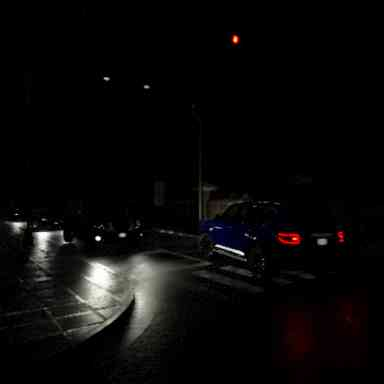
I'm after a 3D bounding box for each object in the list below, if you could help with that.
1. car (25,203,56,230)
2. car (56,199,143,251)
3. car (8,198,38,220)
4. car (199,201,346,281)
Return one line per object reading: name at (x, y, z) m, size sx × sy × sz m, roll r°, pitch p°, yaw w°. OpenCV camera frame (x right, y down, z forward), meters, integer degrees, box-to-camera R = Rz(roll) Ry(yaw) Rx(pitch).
car at (-10.117, 1.759, 23.378) m, size 1.812 × 1.442 × 4.674 m, roll 0°, pitch -1°, yaw -36°
car at (-4.314, 1.361, 15.276) m, size 2.150 × 2.045 × 5.566 m, roll 0°, pitch -1°, yaw -36°
car at (-16.295, 1.568, 32.043) m, size 2.150 × 2.045 × 5.566 m, roll 0°, pitch -1°, yaw -35°
car at (2.141, 1.294, 10.474) m, size 2.150 × 2.045 × 5.566 m, roll 1°, pitch -1°, yaw -21°
